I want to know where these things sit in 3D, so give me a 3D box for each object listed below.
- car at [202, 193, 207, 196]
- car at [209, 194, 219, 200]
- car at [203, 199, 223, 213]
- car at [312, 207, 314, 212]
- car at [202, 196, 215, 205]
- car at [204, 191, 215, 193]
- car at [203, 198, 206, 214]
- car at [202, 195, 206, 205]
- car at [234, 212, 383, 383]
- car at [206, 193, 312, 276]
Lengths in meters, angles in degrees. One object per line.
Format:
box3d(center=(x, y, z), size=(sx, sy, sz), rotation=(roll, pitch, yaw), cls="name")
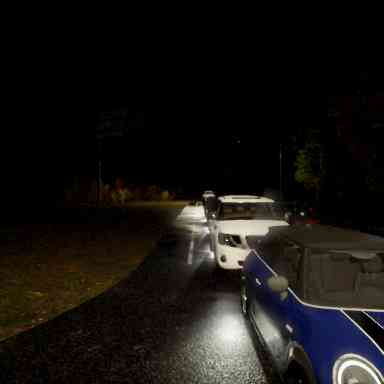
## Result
box3d(center=(2.309, 1.274, 41.612), size=(2.128, 1.511, 4.902), rotation=(0, 0, 1), cls="car")
box3d(center=(5.215, 1.178, 78.818), size=(1.895, 1.301, 4.718), rotation=(0, 0, 9), cls="car")
box3d(center=(2.176, 1.415, 35.445), size=(1.895, 1.301, 4.718), rotation=(0, 0, 1), cls="car")
box3d(center=(9.046, 1.447, 29.206), size=(1.895, 1.301, 4.718), rotation=(0, 0, 1), cls="car")
box3d(center=(2.612, 1.288, 53.028), size=(1.994, 1.385, 4.181), rotation=(0, 0, 2), cls="car")
box3d(center=(3.220, 0.882, 64.758), size=(2.150, 2.045, 5.566), rotation=(0, 0, 6), cls="car")
box3d(center=(1.934, 1.380, 23.102), size=(1.837, 1.490, 4.892), rotation=(0, 0, 1), cls="car")
box3d(center=(2.055, 1.322, 29.357), size=(1.882, 1.535, 5.008), rotation=(0, 0, 1), cls="car")
box3d(center=(1.937, 1.338, 4.168), size=(2.097, 1.767, 4.553), rotation=(0, 0, 0), cls="car")
box3d(center=(1.699, 1.160, 10.514), size=(2.150, 2.045, 5.566), rotation=(0, 0, 1), cls="car")
